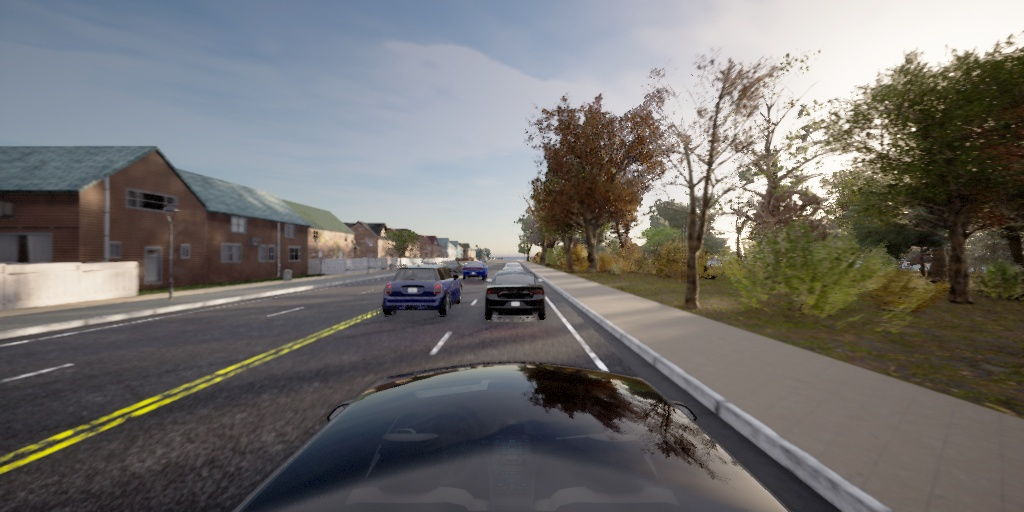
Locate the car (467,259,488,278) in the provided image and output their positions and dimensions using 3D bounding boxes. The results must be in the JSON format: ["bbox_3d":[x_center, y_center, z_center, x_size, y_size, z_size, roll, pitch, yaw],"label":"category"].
[{"bbox_3d":[-3.150,1.246,31.656,1.882,1.535,5.008,0,0,0],"label":"car"}]

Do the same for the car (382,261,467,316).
[{"bbox_3d":[-3.148,1.106,13.488,2.097,1.767,4.553,0,0,0],"label":"car"}]

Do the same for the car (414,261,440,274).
[{"bbox_3d":[-9.837,1.342,41.877,1.994,1.385,4.181,0,0,0],"label":"car"}]

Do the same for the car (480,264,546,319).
[{"bbox_3d":[0.096,1.231,12.810,1.882,1.535,5.008,0,0,0],"label":"car"}]

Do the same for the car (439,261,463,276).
[{"bbox_3d":[-6.591,1.282,39.172,1.837,1.490,4.892,0,-1,0],"label":"car"}]
